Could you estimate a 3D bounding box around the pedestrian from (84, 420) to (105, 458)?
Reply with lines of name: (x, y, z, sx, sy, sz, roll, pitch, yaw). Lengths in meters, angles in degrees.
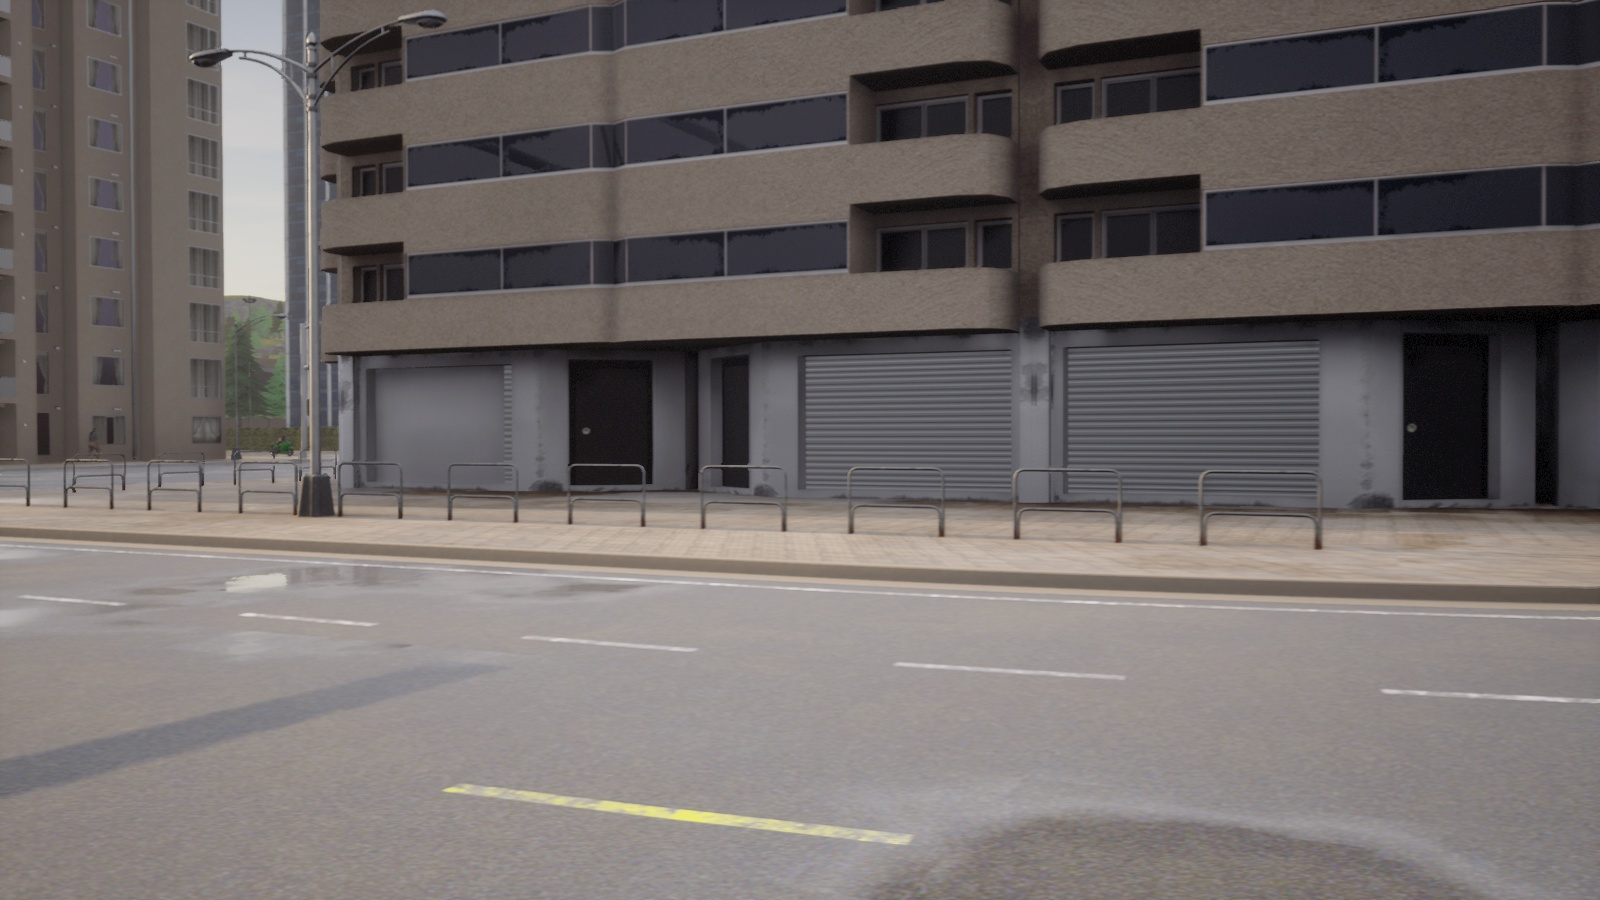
pedestrian: (-34.537, -0.535, 61.507, 0.540, 1.848, 0.694, 1, 1, 23)

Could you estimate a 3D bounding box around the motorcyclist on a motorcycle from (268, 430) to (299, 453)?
motorcyclist on a motorcycle: (-34.892, -0.568, 84.806, 2.044, 1.523, 0.797, 1, 1, 25)
